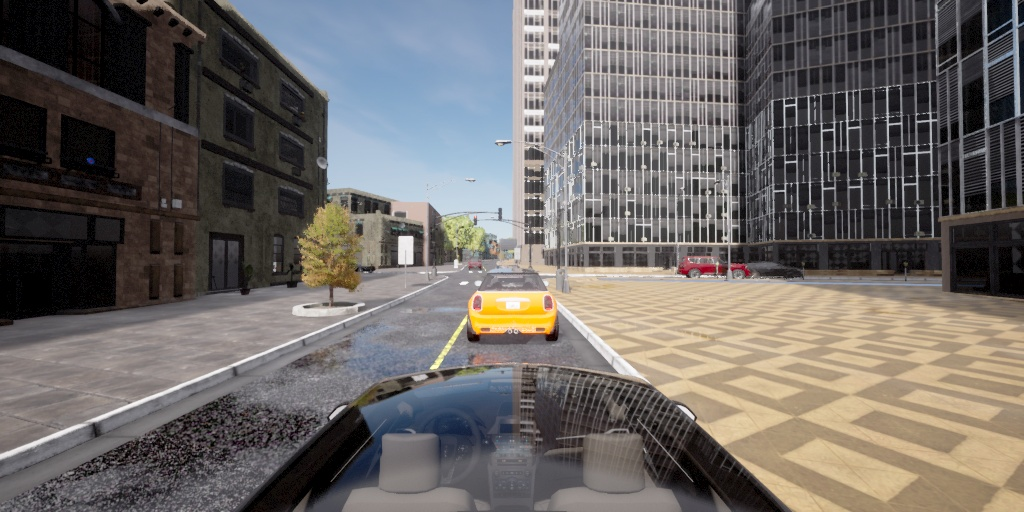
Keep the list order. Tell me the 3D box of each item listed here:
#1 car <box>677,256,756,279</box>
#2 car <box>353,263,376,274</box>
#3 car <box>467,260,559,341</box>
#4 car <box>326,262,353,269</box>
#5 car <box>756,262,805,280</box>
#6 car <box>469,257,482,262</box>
[{"bbox_3d":[15.742,0.938,28.258,5.009,1.841,2.192,0,0,18],"label":"car"},{"bbox_3d":[-18.415,1.388,42.039,4.718,1.301,1.895,0,-1,18],"label":"car"},{"bbox_3d":[0.003,1.105,10.002,2.097,1.767,4.553,0,0,0],"label":"car"},{"bbox_3d":[-20.590,1.317,40.141,4.313,1.339,1.948,0,0,18],"label":"car"},{"bbox_3d":[20.986,1.176,29.296,4.674,1.442,1.812,0,-1,18],"label":"car"},{"bbox_3d":[-5.483,1.240,53.359,1.882,1.535,5.008,0,0,-6],"label":"car"}]
